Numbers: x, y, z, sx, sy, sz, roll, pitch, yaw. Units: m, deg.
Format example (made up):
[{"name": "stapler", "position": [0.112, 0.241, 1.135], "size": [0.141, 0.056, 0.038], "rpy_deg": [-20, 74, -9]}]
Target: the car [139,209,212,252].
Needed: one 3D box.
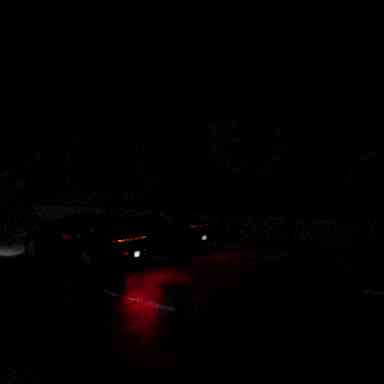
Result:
[{"name": "car", "position": [-1.515, 1.456, 13.670], "size": [4.902, 1.511, 2.128], "rpy_deg": [0, 0, 36]}]

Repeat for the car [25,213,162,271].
[{"name": "car", "position": [-3.521, 1.470, 10.802], "size": [4.892, 1.490, 1.837], "rpy_deg": [1, 0, 36]}]
